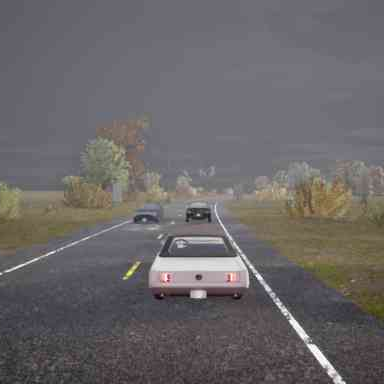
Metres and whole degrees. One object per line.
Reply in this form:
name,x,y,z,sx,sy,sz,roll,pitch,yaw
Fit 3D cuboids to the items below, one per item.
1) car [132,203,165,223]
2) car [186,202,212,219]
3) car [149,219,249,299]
car,-3.190,1.554,25.646,2.033,1.411,5.357,0,0,2
car,0.539,1.482,26.057,1.882,1.535,5.008,0,0,2
car,0.134,1.603,8.367,1.895,1.301,4.718,0,0,0
